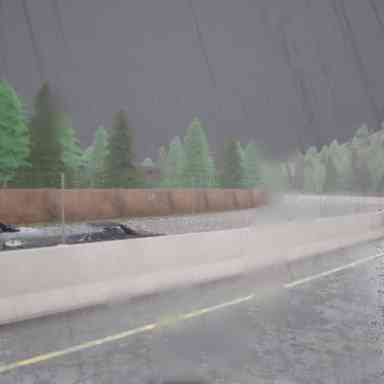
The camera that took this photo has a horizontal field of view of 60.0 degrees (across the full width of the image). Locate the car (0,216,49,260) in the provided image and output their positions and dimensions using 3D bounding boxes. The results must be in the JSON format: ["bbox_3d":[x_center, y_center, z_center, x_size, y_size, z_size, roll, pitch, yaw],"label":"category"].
[{"bbox_3d":[-7.667,1.654,11.445,4.718,1.301,1.895,0,0,-37],"label":"car"}]

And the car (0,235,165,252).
[{"bbox_3d":[-3.265,1.629,10.415,4.718,1.301,1.895,0,0,-38],"label":"car"}]
